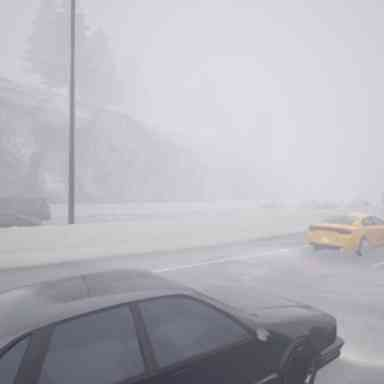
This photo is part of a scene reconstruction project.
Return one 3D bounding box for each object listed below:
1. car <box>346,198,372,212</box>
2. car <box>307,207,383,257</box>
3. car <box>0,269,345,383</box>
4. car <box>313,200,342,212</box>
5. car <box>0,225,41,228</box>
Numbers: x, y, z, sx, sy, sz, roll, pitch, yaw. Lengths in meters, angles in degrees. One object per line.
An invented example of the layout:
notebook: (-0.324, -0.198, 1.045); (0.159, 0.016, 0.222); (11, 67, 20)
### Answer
car: (22.246, 1.706, 44.195); (2.097, 1.767, 4.553); (0, 0, 40)
car: (6.695, 1.586, 13.573); (5.008, 1.535, 1.882); (1, 0, -40)
car: (-0.700, 1.564, 3.318); (5.357, 1.411, 2.033); (0, 0, -36)
car: (18.463, 1.890, 45.081); (2.033, 1.411, 5.357); (0, 0, 41)
car: (-9.212, 1.570, 14.698); (4.674, 1.442, 1.812); (0, 0, -36)
